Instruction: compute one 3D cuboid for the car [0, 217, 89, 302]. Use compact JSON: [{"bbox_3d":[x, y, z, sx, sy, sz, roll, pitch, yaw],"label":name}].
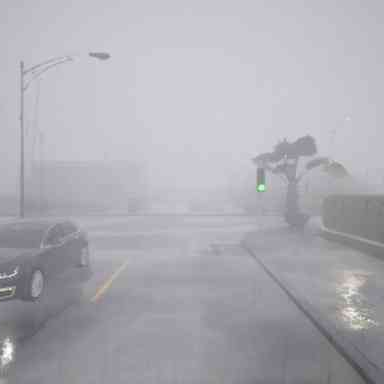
[{"bbox_3d":[-4.024,1.452,8.226,1.837,1.490,4.892,0,0,1],"label":"car"}]
